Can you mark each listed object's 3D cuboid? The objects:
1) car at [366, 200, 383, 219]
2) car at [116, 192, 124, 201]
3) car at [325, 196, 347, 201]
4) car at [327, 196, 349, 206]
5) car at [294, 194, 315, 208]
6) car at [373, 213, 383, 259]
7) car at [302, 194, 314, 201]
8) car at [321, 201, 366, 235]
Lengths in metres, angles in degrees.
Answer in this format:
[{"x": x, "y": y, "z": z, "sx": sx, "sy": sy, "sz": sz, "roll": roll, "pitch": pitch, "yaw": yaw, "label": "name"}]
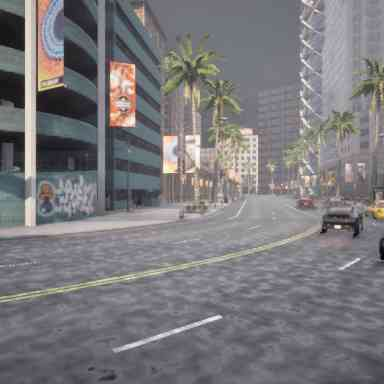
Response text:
[{"x": 15.542, "y": 1.443, "z": 27.408, "sx": 1.801, "sy": 1.575, "sz": 5.366, "roll": 0, "pitch": 0, "yaw": 16, "label": "car"}, {"x": -11.626, "y": 0.978, "z": 53.577, "sx": 2.435, "sy": 2.045, "sz": 5.566, "roll": 0, "pitch": 0, "yaw": 10, "label": "car"}, {"x": 19.298, "y": 1.499, "z": 45.295, "sx": 1.812, "sy": 1.442, "sz": 4.674, "roll": 0, "pitch": 0, "yaw": 10, "label": "car"}, {"x": 24.054, "y": 1.449, "z": 54.816, "sx": 2.231, "sy": 1.521, "sz": 4.892, "roll": 0, "pitch": 0, "yaw": 10, "label": "car"}, {"x": 16.253, "y": 1.447, "z": 48.109, "sx": 1.882, "sy": 1.535, "sz": 5.008, "roll": 0, "pitch": 0, "yaw": 10, "label": "car"}, {"x": 7.964, "y": 1.559, "z": 11.717, "sx": 1.994, "sy": 1.385, "sz": 4.181, "roll": 0, "pitch": 0, "yaw": 38, "label": "car"}, {"x": 29.243, "y": 1.301, "z": 83.729, "sx": 2.185, "sy": 1.767, "sz": 4.553, "roll": 0, "pitch": 0, "yaw": 10, "label": "car"}, {"x": 8.525, "y": 1.494, "z": 18.799, "sx": 1.837, "sy": 1.490, "sz": 4.892, "roll": 1, "pitch": 0, "yaw": 30, "label": "car"}]
